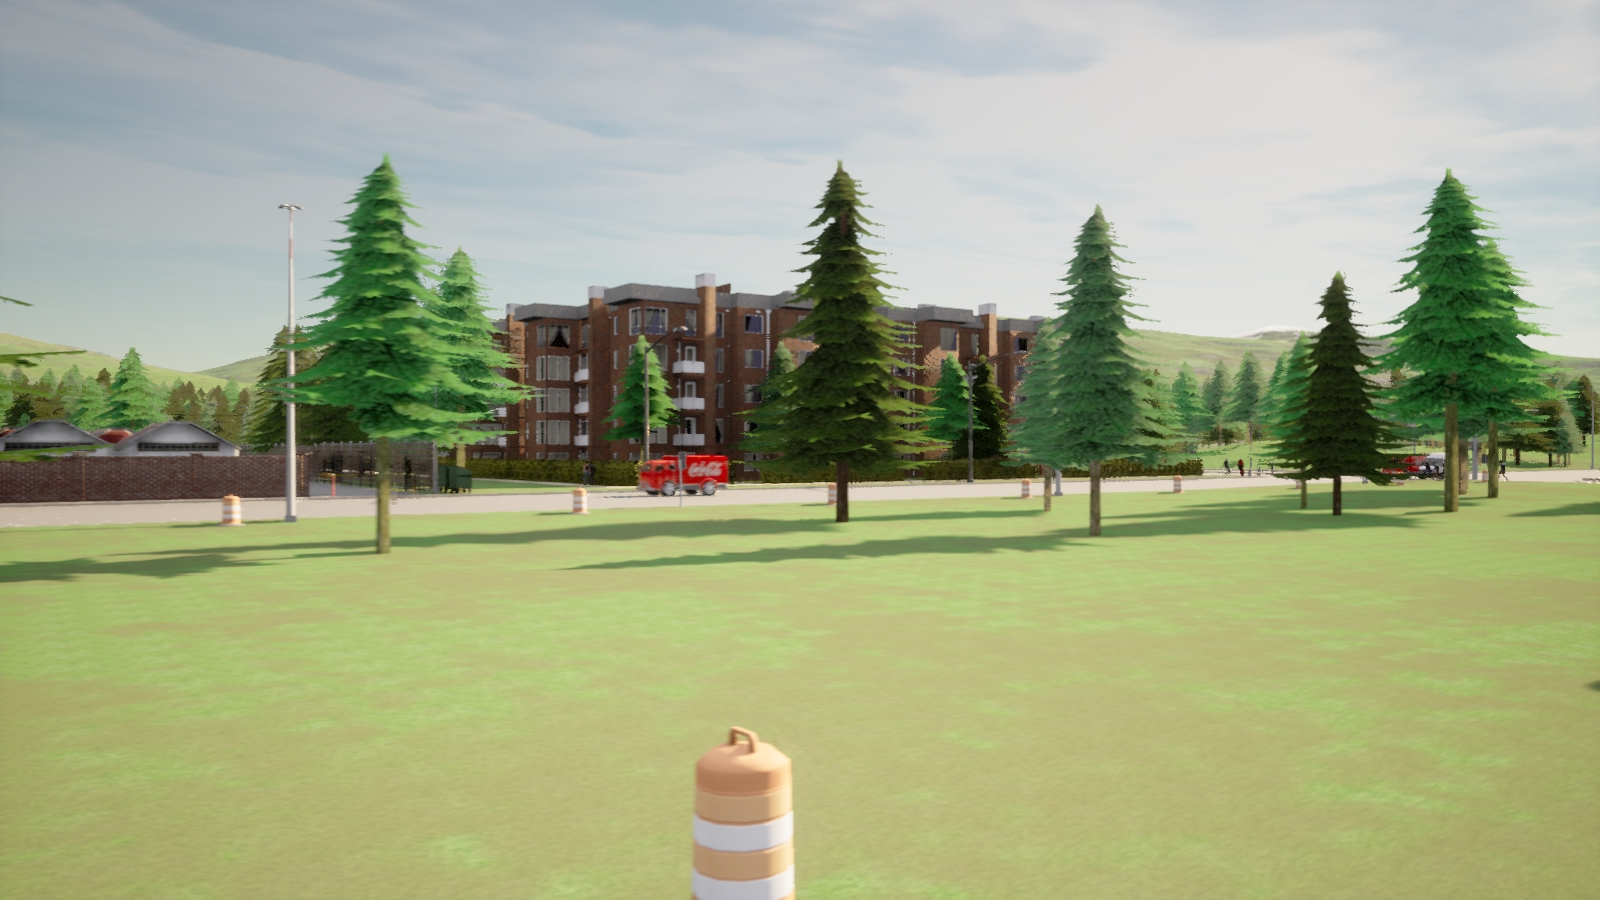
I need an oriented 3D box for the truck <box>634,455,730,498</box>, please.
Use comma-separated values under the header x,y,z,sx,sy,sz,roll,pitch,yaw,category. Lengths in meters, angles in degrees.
x,y,z,sx,sy,sz,roll,pitch,yaw,category
-7.195,1.568,69.636,5.204,2.467,2.627,0,0,-35,truck
